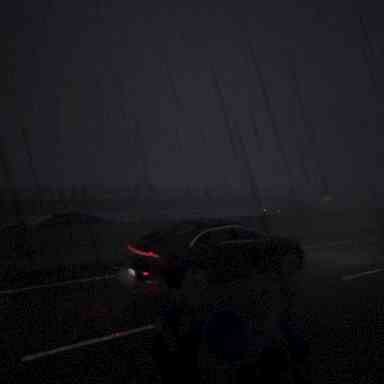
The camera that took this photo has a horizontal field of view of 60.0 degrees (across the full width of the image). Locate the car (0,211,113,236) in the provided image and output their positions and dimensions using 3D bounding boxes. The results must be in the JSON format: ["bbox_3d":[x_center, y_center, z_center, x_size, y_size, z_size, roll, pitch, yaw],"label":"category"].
[{"bbox_3d":[-5.206,1.475,13.030,4.674,1.442,1.812,0,0,-34],"label":"car"}]

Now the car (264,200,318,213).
[{"bbox_3d":[7.617,1.372,25.669,4.902,1.511,2.128,0,0,-33],"label":"car"}]

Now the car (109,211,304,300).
[{"bbox_3d":[0.744,1.454,8.311,4.902,1.511,2.128,0,0,-34],"label":"car"}]
